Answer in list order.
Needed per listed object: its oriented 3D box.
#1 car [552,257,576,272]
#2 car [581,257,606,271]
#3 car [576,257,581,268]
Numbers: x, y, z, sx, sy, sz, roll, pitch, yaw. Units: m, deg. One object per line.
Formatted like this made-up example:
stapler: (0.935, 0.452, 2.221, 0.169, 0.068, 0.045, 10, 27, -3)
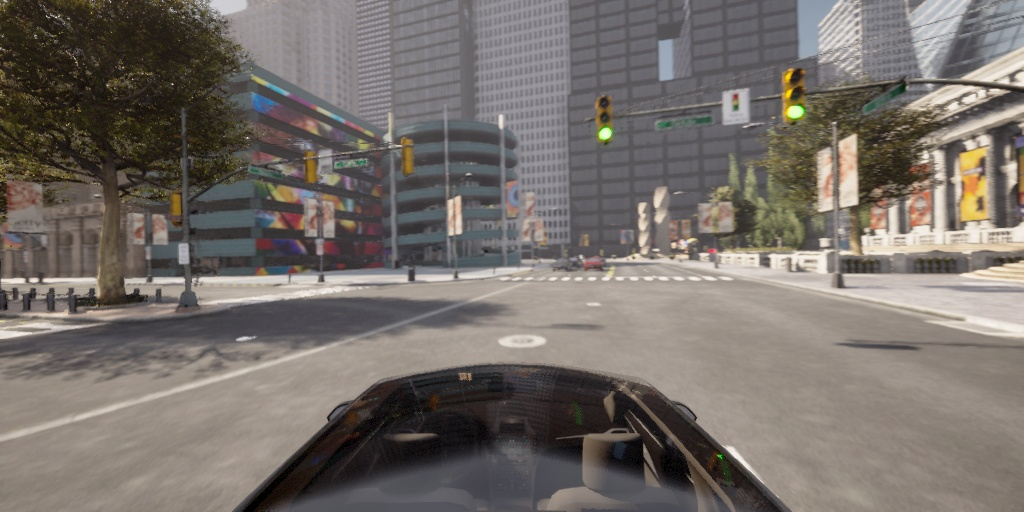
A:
car: (5.842, 0.966, 41.158, 1.837, 1.490, 4.892, -1, 0, 17)
car: (9.197, 0.865, 40.169, 1.882, 1.535, 5.008, -1, 0, 17)
car: (8.705, 0.906, 50.472, 2.033, 1.411, 5.357, -1, 0, 17)
